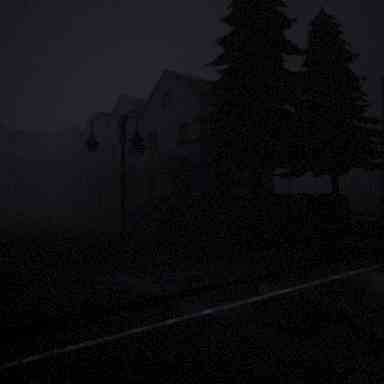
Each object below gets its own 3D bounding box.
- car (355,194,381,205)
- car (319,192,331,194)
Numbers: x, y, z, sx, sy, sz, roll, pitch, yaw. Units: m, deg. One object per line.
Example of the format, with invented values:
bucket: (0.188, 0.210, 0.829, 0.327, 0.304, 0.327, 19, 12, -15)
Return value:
car: (26.548, 1.012, 48.828, 1.932, 1.855, 4.605, 0, 0, -36)
car: (29.275, 0.964, 72.251, 1.905, 1.878, 3.866, 0, 0, -36)
